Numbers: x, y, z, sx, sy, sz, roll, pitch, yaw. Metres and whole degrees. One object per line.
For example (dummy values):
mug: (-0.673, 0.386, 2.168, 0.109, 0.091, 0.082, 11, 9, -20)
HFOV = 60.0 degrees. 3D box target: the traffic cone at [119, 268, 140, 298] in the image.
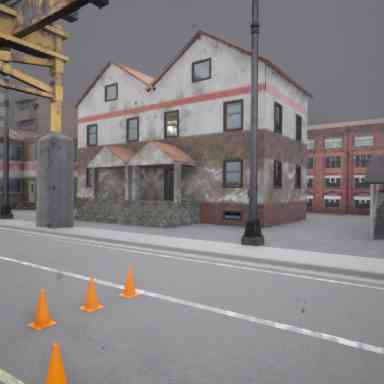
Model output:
traffic cone: (-1.355, 1.949, 7.235, 0.340, 0.580, 0.340, 0, 0, 36)

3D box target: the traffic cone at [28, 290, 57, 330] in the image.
traffic cone: (-2.525, 1.949, 5.613, 0.340, 0.580, 0.340, 0, 0, 36)

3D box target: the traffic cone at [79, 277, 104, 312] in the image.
traffic cone: (-1.940, 1.949, 6.424, 0.340, 0.580, 0.340, 0, 0, 36)

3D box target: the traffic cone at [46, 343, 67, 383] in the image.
traffic cone: (-1.488, 1.952, 3.632, 0.340, 0.580, 0.340, 0, 0, 36)
